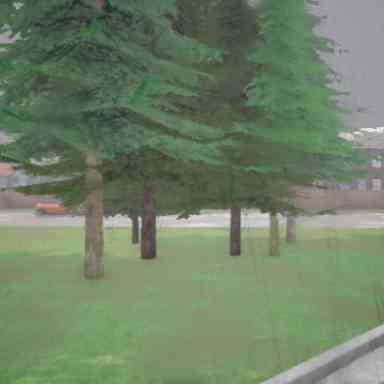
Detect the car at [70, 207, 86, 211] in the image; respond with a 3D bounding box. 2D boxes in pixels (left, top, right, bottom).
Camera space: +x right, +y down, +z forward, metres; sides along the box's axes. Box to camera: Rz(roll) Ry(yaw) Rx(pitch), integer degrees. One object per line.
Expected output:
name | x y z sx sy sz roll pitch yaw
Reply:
car | -11.866 1.363 30.525 4.553 1.767 2.097 0 0 3
